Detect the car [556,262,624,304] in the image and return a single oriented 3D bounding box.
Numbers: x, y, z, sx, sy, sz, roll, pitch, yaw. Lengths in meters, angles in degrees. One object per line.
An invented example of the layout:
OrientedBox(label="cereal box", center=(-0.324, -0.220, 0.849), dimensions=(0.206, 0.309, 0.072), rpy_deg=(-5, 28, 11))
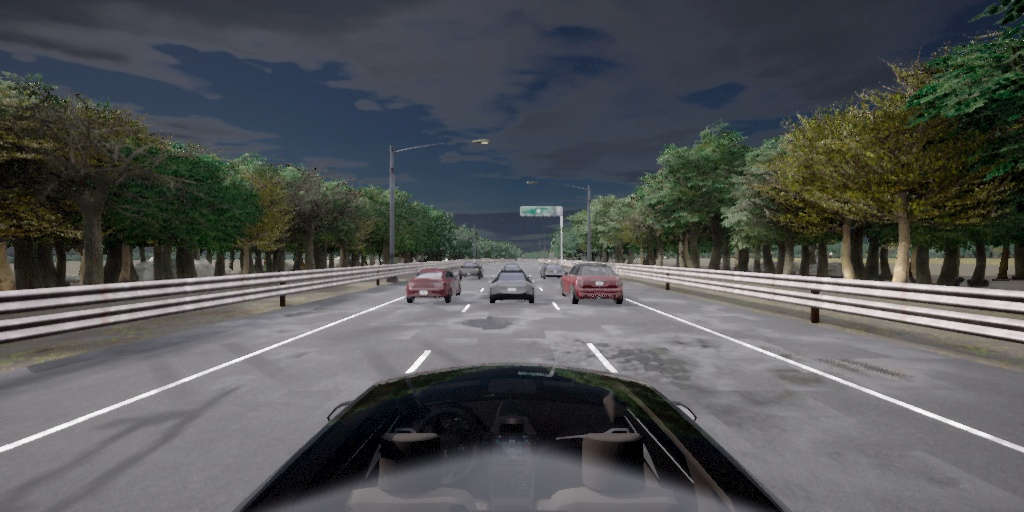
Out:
OrientedBox(label="car", center=(3.500, 1.119, 16.470), dimensions=(2.097, 1.767, 4.553), rpy_deg=(0, 0, 0))

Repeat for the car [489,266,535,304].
OrientedBox(label="car", center=(0.000, 1.325, 16.501), dimensions=(1.994, 1.385, 4.181), rpy_deg=(0, 0, 0))

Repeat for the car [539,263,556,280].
OrientedBox(label="car", center=(3.500, 1.330, 31.500), dimensions=(2.033, 1.411, 5.357), rpy_deg=(0, 0, 0))

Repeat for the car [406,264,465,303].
OrientedBox(label="car", center=(-3.500, 1.285, 16.500), dimensions=(1.812, 1.442, 4.674), rpy_deg=(0, 0, 0))

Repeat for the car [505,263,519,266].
OrientedBox(label="car", center=(0.000, 1.339, 31.501), dimensions=(1.994, 1.385, 4.181), rpy_deg=(0, 0, 0))

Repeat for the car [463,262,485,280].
OrientedBox(label="car", center=(-3.500, 1.262, 31.500), dimensions=(2.128, 1.511, 4.902), rpy_deg=(0, 0, 0))
